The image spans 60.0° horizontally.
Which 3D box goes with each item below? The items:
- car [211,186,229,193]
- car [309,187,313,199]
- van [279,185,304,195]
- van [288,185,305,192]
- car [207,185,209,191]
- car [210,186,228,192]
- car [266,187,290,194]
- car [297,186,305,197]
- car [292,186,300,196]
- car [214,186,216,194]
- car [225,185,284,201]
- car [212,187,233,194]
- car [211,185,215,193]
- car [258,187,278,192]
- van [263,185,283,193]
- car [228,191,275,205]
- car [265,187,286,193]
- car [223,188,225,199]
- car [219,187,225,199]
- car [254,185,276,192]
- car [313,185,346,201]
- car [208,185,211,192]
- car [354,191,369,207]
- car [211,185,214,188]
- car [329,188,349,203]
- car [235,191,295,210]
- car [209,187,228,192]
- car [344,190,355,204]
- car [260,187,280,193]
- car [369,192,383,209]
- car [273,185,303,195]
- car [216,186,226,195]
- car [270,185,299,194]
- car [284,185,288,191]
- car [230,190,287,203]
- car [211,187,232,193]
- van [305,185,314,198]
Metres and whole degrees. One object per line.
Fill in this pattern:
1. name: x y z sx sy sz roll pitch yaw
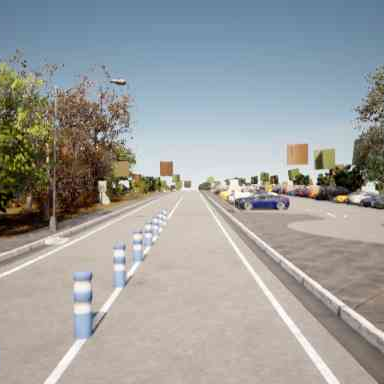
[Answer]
1. car: 7.238 -0.738 87.002 4.553 1.767 2.185 0 1 0
2. car: 19.993 0.405 48.016 4.792 1.488 2.163 0 2 0
3. van: 20.068 -0.375 67.385 4.442 1.987 1.878 0 1 0
4. van: 20.006 -0.173 59.061 4.442 1.987 1.878 0 1 0
5. car: 7.061 -0.549 84.231 5.366 1.575 1.946 0 1 0
6. car: 7.262 -0.804 89.777 4.553 1.767 2.185 0 1 0
7. car: 20.272 -0.415 78.467 5.008 1.535 2.097 0 1 0
8. car: 20.098 0.228 53.677 4.792 1.488 2.163 0 2 1
9. car: 20.120 0.154 56.315 4.792 1.488 2.163 0 1 0
10. car: 7.088 0.015 62.027 4.792 1.488 2.163 0 1 0
11. car: 6.877 0.489 37.056 5.566 2.045 2.435 0 2 0
12. car: 7.206 -0.412 78.679 4.892 1.521 2.231 0 1 0
13. car: 7.100 -0.185 70.354 4.792 1.488 2.163 0 1 0
14. car: 20.366 -0.680 89.544 5.008 1.535 2.097 0 1 0
15. van: 20.442 -0.776 84.124 4.442 1.987 1.878 0 1 0
16. car: 7.057 0.646 39.838 5.366 1.575 1.946 0 2 0
17. car: 20.305 -0.444 81.361 4.674 1.452 2.002 0 1 0
18. car: 6.902 0.560 42.614 4.892 1.521 2.231 0 2 0
19. car: 6.733 0.465 45.390 5.366 1.575 1.946 0 2 0
20. car: 20.367 -1.000 92.432 5.566 2.045 2.435 0 1 0
21. car: 20.026 0.214 45.238 5.566 2.045 2.435 0 2 0
22. car: 6.991 -0.350 75.905 5.366 1.575 1.946 0 1 0
23. car: 19.875 0.856 34.174 4.792 1.488 2.163 0 2 0
24. car: 7.124 -0.251 73.129 4.792 1.488 2.163 0 1 0
25. car: 19.766 0.643 39.712 5.366 1.575 1.946 0 2 0
26. car: 6.772 0.951 31.517 4.792 1.488 2.163 0 2 0
27. car: 7.311 -0.745 92.556 5.008 1.535 2.097 0 1 0
28. car: 19.925 0.777 36.943 4.674 1.452 2.002 0 2 0
29. car: 20.346 -0.573 86.775 4.674 1.452 2.002 0 1 0
30. car: 19.913 0.788 31.525 4.553 1.767 2.185 0 2 0
31. car: 20.180 -0.467 70.152 5.566 2.045 2.435 0 1 0
32. car: 6.781 0.283 51.060 5.366 1.575 1.946 0 2 0
33. car: 20.203 -0.533 72.921 5.566 2.045 2.435 0 1 0
34. car: 20.143 -0.017 61.851 5.008 1.535 2.097 0 1 0
35. car: 6.830 0.830 34.290 5.008 1.535 2.097 0 2 0
36. car: 7.217 -0.479 81.454 4.892 1.521 2.231 0 1 0
37. van: 20.162 0.057 50.899 4.442 1.987 1.878 0 2 0
